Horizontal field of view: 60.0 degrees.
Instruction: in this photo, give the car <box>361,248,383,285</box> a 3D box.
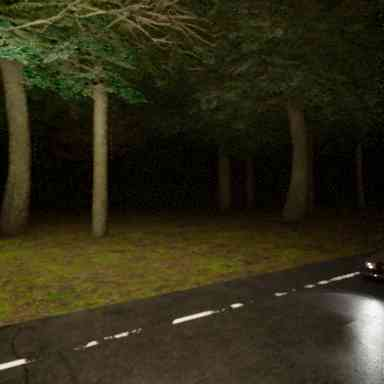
[{"bbox_3d":[6.542,1.585,8.539,5.357,1.411,2.033,0,0,-36],"label":"car"}]
